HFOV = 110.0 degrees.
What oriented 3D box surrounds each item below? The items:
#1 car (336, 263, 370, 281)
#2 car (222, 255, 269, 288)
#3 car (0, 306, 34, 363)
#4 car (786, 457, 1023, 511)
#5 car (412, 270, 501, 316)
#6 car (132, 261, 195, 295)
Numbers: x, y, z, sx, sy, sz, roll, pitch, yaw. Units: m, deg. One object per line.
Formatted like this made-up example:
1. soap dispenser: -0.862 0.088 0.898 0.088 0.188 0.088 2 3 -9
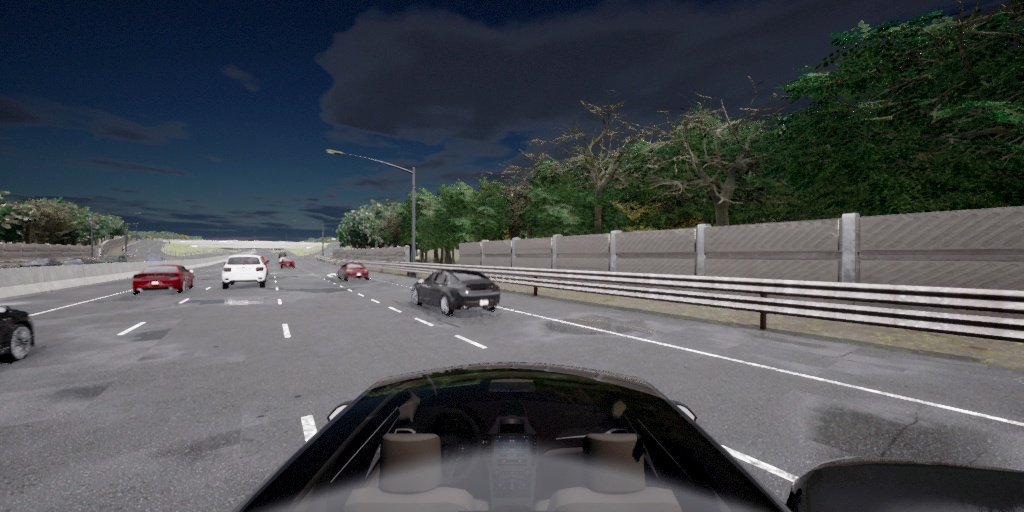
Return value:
1. car: -13.178 1.263 29.731 1.812 1.442 4.674 0 0 -34
2. car: -17.611 0.961 23.781 2.150 2.045 5.566 0 0 -34
3. car: -9.174 1.240 5.045 2.128 1.511 4.902 0 0 -34
4. car: 2.984 1.315 0.547 4.181 1.385 1.994 0 0 34
5. car: -2.256 1.253 13.549 1.837 1.490 4.892 0 0 -34
6. car: -19.357 1.217 20.106 1.882 1.535 5.008 0 0 -34
